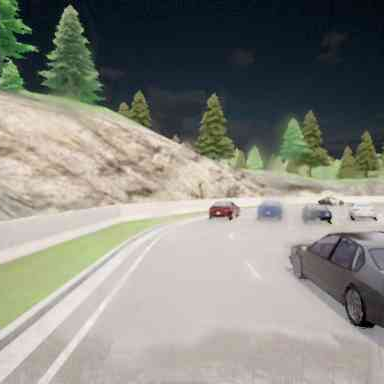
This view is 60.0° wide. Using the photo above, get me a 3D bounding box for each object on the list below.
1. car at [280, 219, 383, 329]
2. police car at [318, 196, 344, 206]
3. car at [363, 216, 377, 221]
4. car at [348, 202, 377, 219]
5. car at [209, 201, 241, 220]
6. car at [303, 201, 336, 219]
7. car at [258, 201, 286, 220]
[{"bbox_3d":[3.595,1.545,6.880,2.033,1.411,5.357,0,0,0],"label":"car"},{"bbox_3d":[22.269,1.487,53.170,4.974,1.542,2.038,0,0,-35],"label":"police car"},{"bbox_3d":[7.133,1.598,9.569,1.895,1.301,4.718,0,0,1],"label":"car"},{"bbox_3d":[13.971,1.517,27.340,1.812,1.442,4.674,0,0,22],"label":"car"},{"bbox_3d":[2.846,1.468,28.105,1.882,1.535,5.008,0,0,19],"label":"car"},{"bbox_3d":[9.300,1.593,24.939,1.895,1.301,4.718,0,0,17],"label":"car"},{"bbox_3d":[6.746,1.468,27.962,1.882,1.535,5.008,0,0,19],"label":"car"}]
